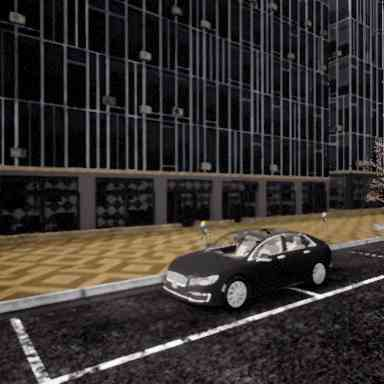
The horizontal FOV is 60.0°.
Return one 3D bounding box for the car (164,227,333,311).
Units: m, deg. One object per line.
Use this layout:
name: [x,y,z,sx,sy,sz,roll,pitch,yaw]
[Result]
car: [1.448,1.532,7.604,4.403,1.369,2.008,0,0,-36]
